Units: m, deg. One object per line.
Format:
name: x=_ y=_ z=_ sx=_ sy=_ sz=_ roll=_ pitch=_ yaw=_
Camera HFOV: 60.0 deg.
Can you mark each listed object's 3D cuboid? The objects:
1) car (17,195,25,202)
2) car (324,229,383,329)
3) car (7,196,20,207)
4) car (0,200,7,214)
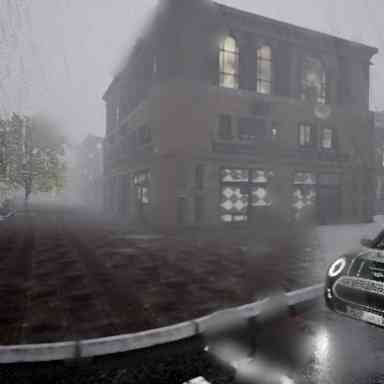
car: x=-41.254 y=1.542 z=80.276 sx=2.192 sy=1.841 sz=5.009 roll=1 pitch=-1 yaw=-24
car: x=4.593 y=1.353 z=6.474 sx=4.553 sy=1.767 sz=2.097 roll=0 pitch=0 yaw=-37
car: x=-30.013 y=1.762 z=55.038 sx=1.802 sy=1.307 sz=4.206 roll=1 pitch=-1 yaw=-24
car: x=-21.016 y=1.686 z=34.849 sx=1.887 sy=1.381 sz=4.507 roll=1 pitch=-1 yaw=-24
